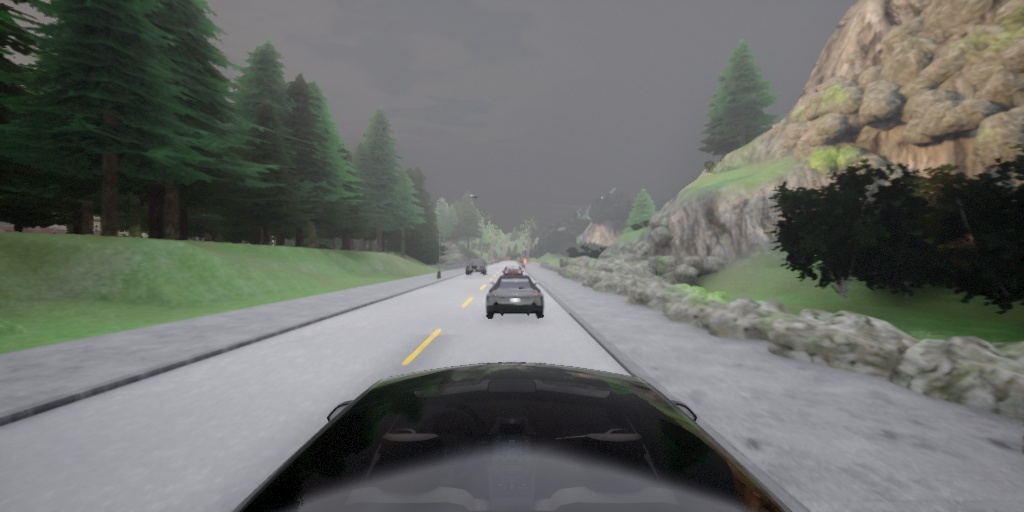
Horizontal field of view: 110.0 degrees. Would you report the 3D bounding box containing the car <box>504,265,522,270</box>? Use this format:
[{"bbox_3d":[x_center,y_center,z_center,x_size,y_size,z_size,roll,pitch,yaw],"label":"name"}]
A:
[{"bbox_3d":[0.100,1.585,35.615,1.895,1.301,4.718,0,0,0],"label":"car"}]

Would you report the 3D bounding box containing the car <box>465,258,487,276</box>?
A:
[{"bbox_3d":[-4.084,1.252,41.935,2.150,2.045,5.566,0,-1,0],"label":"car"}]

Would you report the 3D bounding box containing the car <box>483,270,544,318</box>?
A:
[{"bbox_3d":[0.100,1.395,13.477,1.994,1.385,4.181,0,0,0],"label":"car"}]
